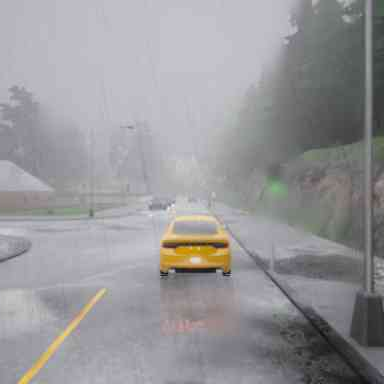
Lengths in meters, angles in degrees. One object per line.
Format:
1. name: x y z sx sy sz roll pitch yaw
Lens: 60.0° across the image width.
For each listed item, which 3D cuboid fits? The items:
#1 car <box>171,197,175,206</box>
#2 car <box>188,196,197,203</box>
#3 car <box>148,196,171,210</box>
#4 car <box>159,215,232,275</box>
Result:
1. car: -4.081 1.522 50.340 1.994 1.385 4.181 0 0 0
2. car: 0.068 1.487 70.160 2.033 1.411 5.357 0 0 0
3. car: -4.098 1.317 41.021 2.097 1.767 4.553 0 0 0
4. car: 0.093 1.469 10.425 1.882 1.535 5.008 0 0 0
